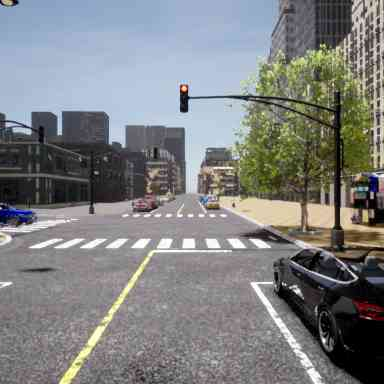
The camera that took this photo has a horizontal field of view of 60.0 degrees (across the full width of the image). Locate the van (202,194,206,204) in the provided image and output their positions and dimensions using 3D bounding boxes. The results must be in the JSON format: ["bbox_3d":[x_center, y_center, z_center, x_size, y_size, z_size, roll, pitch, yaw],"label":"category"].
[{"bbox_3d":[2.721,1.345,49.370,1.690,1.788,3.998,0,0,0],"label":"van"}]

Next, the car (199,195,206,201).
[{"bbox_3d":[2.740,1.534,88.397,1.752,1.417,4.829,0,0,0],"label":"car"}]

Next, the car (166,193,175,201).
[{"bbox_3d":[-5.640,1.324,88.229,2.192,1.841,5.009,0,0,0],"label":"car"}]

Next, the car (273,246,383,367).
[{"bbox_3d":[2.698,1.566,5.789,1.947,1.339,4.313,0,0,0],"label":"car"}]

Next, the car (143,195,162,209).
[{"bbox_3d":[-5.662,1.318,43.820,2.192,1.841,5.009,0,0,0],"label":"car"}]

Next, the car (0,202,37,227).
[{"bbox_3d":[-12.342,1.388,21.216,4.674,1.442,1.812,1,0,4],"label":"car"}]

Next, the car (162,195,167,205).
[{"bbox_3d":[-5.658,1.555,54.923,2.008,1.369,4.403,0,0,0],"label":"car"}]

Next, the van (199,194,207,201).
[{"bbox_3d":[2.738,1.349,82.676,1.690,1.788,3.998,0,0,0],"label":"van"}]

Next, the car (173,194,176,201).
[{"bbox_3d":[-5.644,1.559,82.678,2.008,1.369,4.403,0,0,0],"label":"car"}]

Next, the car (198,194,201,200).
[{"bbox_3d":[2.731,1.572,71.574,1.947,1.339,4.313,0,0,0],"label":"car"}]

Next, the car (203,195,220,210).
[{"bbox_3d":[2.717,1.528,43.988,1.752,1.417,4.829,0,0,0],"label":"car"}]

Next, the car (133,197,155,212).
[{"bbox_3d":[-5.666,1.584,38.269,1.802,1.307,4.206,0,0,0],"label":"car"}]

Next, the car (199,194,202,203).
[{"bbox_3d":[2.725,1.556,60.472,2.008,1.369,4.403,0,0,0],"label":"car"}]

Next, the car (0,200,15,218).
[{"bbox_3d":[-17.254,1.371,27.278,4.507,1.381,1.887,1,-1,-1],"label":"car"}]

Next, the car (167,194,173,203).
[{"bbox_3d":[-5.649,1.532,71.406,1.752,1.417,4.829,0,0,0],"label":"car"}]
